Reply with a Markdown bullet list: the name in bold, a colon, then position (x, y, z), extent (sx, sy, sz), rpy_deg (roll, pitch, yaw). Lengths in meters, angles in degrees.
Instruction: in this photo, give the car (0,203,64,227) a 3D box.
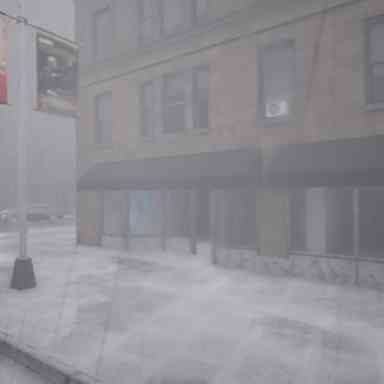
- **car**: position (-11.602, 1.570, 23.736), extent (2.128, 1.511, 4.902), rpy_deg (-1, -1, 37)
